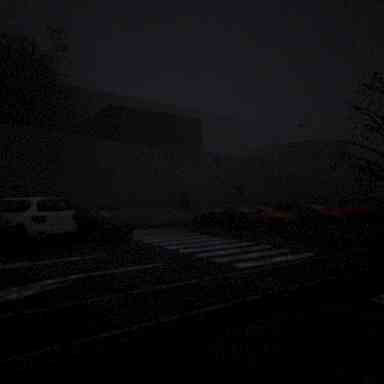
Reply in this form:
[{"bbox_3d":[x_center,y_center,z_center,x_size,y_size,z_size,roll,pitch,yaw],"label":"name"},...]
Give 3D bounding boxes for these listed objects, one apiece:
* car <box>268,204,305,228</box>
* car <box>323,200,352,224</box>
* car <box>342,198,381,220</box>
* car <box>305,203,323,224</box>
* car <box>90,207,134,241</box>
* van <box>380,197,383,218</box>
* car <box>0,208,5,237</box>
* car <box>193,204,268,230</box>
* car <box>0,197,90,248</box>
[{"bbox_3d":[4.815,1.610,23.530,5.366,1.575,1.946,-1,-1,35],"label":"car"},{"bbox_3d":[9.675,1.670,26.990,5.366,1.575,1.946,-1,-1,35],"label":"car"},{"bbox_3d":[14.405,1.604,30.538,4.553,1.767,2.185,-1,-1,34],"label":"car"},{"bbox_3d":[7.065,1.674,25.377,4.792,1.488,2.163,-1,-1,35],"label":"car"},{"bbox_3d":[-5.056,1.524,16.724,4.892,1.521,2.231,-1,-1,34],"label":"car"},{"bbox_3d":[16.916,1.526,32.231,4.442,1.987,1.878,-1,-1,35],"label":"van"},{"bbox_3d":[-9.913,1.490,13.260,5.008,1.535,2.097,-1,-1,35],"label":"car"},{"bbox_3d":[2.234,1.628,21.899,4.674,1.452,2.002,-1,-1,35],"label":"car"},{"bbox_3d":[-7.511,1.253,15.000,5.566,2.045,2.435,-1,-1,35],"label":"car"}]
